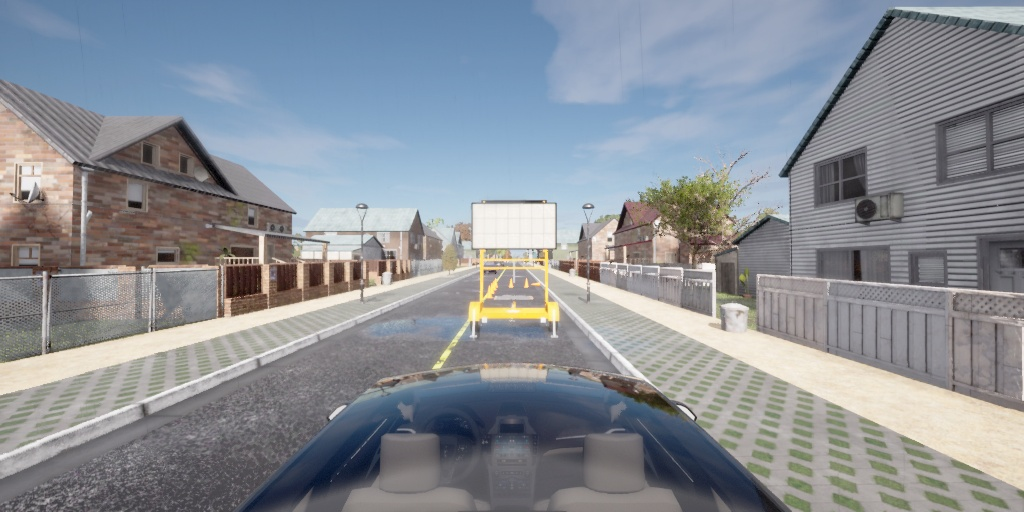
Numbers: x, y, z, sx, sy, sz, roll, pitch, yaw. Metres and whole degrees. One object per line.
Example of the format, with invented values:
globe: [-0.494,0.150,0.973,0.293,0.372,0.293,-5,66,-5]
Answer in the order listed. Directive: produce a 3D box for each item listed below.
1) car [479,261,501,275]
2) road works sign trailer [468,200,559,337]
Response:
car: [-2.645,1.371,41.305,2.033,1.411,5.357,0,0,0]
road works sign trailer: [0.060,0.220,10.240,2.380,3.560,2.880,0,0,1]
